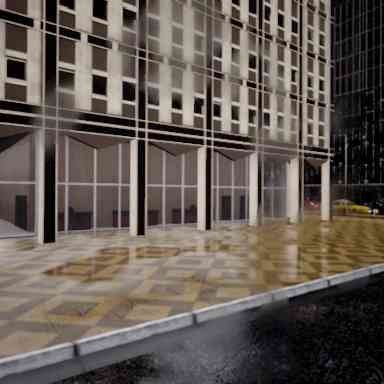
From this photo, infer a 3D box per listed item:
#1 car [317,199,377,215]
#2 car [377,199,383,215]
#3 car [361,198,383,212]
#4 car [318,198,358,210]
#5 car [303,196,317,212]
[{"bbox_3d":[15.676,1.533,33.948,1.752,1.417,4.829,1,0,-36],"label":"car"},{"bbox_3d":[19.948,1.552,32.728,1.837,1.490,4.892,1,0,-36],"label":"car"},{"bbox_3d":[22.529,1.510,39.213,1.967,1.590,4.097,1,0,-36],"label":"car"},{"bbox_3d":[19.132,1.587,43.764,2.008,1.369,4.403,1,0,-36],"label":"car"},{"bbox_3d":[12.231,1.288,38.673,2.192,1.841,5.009,1,0,-36],"label":"car"}]
